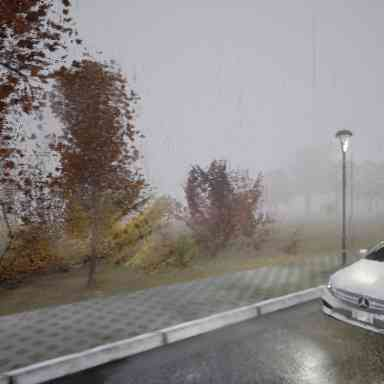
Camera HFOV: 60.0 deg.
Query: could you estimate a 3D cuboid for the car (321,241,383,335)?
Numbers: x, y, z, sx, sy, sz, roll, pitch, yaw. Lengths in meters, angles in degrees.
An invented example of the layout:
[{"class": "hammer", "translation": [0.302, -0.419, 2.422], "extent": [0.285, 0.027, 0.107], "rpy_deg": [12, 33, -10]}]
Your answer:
[{"class": "car", "translation": [4.361, 1.542, 6.187], "extent": [4.674, 1.442, 1.812], "rpy_deg": [0, 0, -36]}]
